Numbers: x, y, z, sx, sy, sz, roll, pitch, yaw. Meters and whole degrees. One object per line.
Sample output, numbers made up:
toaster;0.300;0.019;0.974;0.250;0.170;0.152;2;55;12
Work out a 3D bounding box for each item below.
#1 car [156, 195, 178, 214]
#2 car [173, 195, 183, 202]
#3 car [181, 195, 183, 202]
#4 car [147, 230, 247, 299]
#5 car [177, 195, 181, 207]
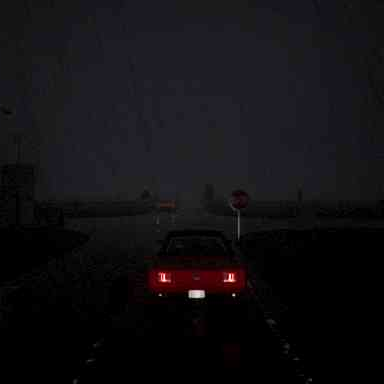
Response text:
car;-2.678;1.442;34.813;1.882;1.535;5.008;0;0;-3
car;-2.807;1.334;69.409;1.882;1.535;5.008;0;0;0
car;-2.858;1.402;58.668;1.837;1.490;4.892;0;0;0
car;0.093;1.598;8.372;1.895;1.301;4.718;0;0;0
car;-2.878;1.414;46.208;1.882;1.535;5.008;0;0;0
